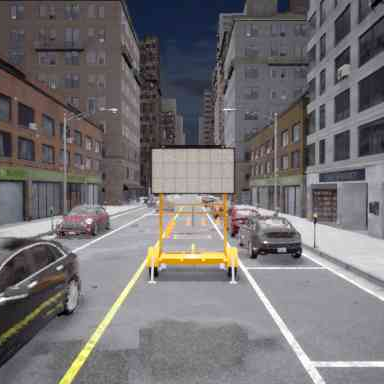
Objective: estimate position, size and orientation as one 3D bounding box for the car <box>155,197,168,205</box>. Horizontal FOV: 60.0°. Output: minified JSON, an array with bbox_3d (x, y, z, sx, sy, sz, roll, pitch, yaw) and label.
[{"bbox_3d":[-5.674,1.579,61.995,2.008,1.369,4.403,-1,0,0],"label":"car"}]

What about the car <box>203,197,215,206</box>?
[{"bbox_3d":[2.842,1.568,56.476,1.887,1.381,4.507,-1,0,0],"label":"car"}]

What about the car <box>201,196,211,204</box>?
[{"bbox_3d":[2.859,1.578,67.486,1.887,1.381,4.507,-1,0,0],"label":"car"}]

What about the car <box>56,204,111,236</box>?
[{"bbox_3d":[-5.745,1.441,17.954,1.967,1.590,4.097,-1,0,0],"label":"car"}]

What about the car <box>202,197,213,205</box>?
[{"bbox_3d":[2.851,1.573,61.981,1.887,1.381,4.507,-1,0,0],"label":"car"}]

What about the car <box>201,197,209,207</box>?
[{"bbox_3d":[2.833,1.585,50.971,1.947,1.339,4.313,-1,0,0],"label":"car"}]

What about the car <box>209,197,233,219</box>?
[{"bbox_3d":[2.797,1.445,28.950,1.967,1.590,4.097,-1,0,0],"label":"car"}]

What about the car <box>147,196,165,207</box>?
[{"bbox_3d":[-5.693,1.459,50.984,1.967,1.590,4.097,-1,0,0],"label":"car"}]

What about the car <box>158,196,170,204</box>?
[{"bbox_3d":[-5.666,1.578,67.500,1.887,1.381,4.507,-1,0,0],"label":"car"}]

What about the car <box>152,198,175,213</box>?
[{"bbox_3d":[-2.941,1.610,36.888,1.895,1.301,4.718,0,0,0],"label":"car"}]

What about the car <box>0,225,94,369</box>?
[{"bbox_3d":[-3.093,1.504,4.706,1.837,1.490,4.892,0,0,0],"label":"car"}]

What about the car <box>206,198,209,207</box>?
[{"bbox_3d":[2.807,1.553,34.455,1.887,1.381,4.507,-1,0,0],"label":"car"}]

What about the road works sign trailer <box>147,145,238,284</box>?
[{"bbox_3d":[0.028,0.464,9.577,2.380,3.560,2.880,0,0,0],"label":"road works sign trailer"}]

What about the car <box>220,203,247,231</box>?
[{"bbox_3d":[2.781,1.546,17.940,1.887,1.381,4.507,-1,0,0],"label":"car"}]

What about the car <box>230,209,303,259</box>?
[{"bbox_3d":[2.772,1.550,12.434,2.008,1.369,4.403,-1,0,0],"label":"car"}]
